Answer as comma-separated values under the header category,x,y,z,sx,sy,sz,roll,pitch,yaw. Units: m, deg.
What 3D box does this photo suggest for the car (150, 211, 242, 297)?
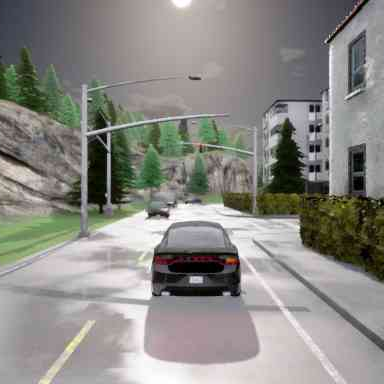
category,x,y,z,sx,sy,sz,roll,pitch,yaw
car,0.097,1.478,8.646,1.882,1.535,5.008,0,0,0

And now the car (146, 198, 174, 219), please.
category,x,y,z,sx,sy,sz,roll,pitch,yaw
car,-3.104,1.547,29.570,2.033,1.411,5.357,0,0,-8

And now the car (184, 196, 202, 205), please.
category,x,y,z,sx,sy,sz,roll,pitch,yaw
car,0.260,1.504,60.731,1.837,1.490,4.892,0,0,27

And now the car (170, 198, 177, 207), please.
category,x,y,z,sx,sy,sz,roll,pitch,yaw
car,-3.230,1.547,47.891,2.033,1.411,5.357,0,0,4
